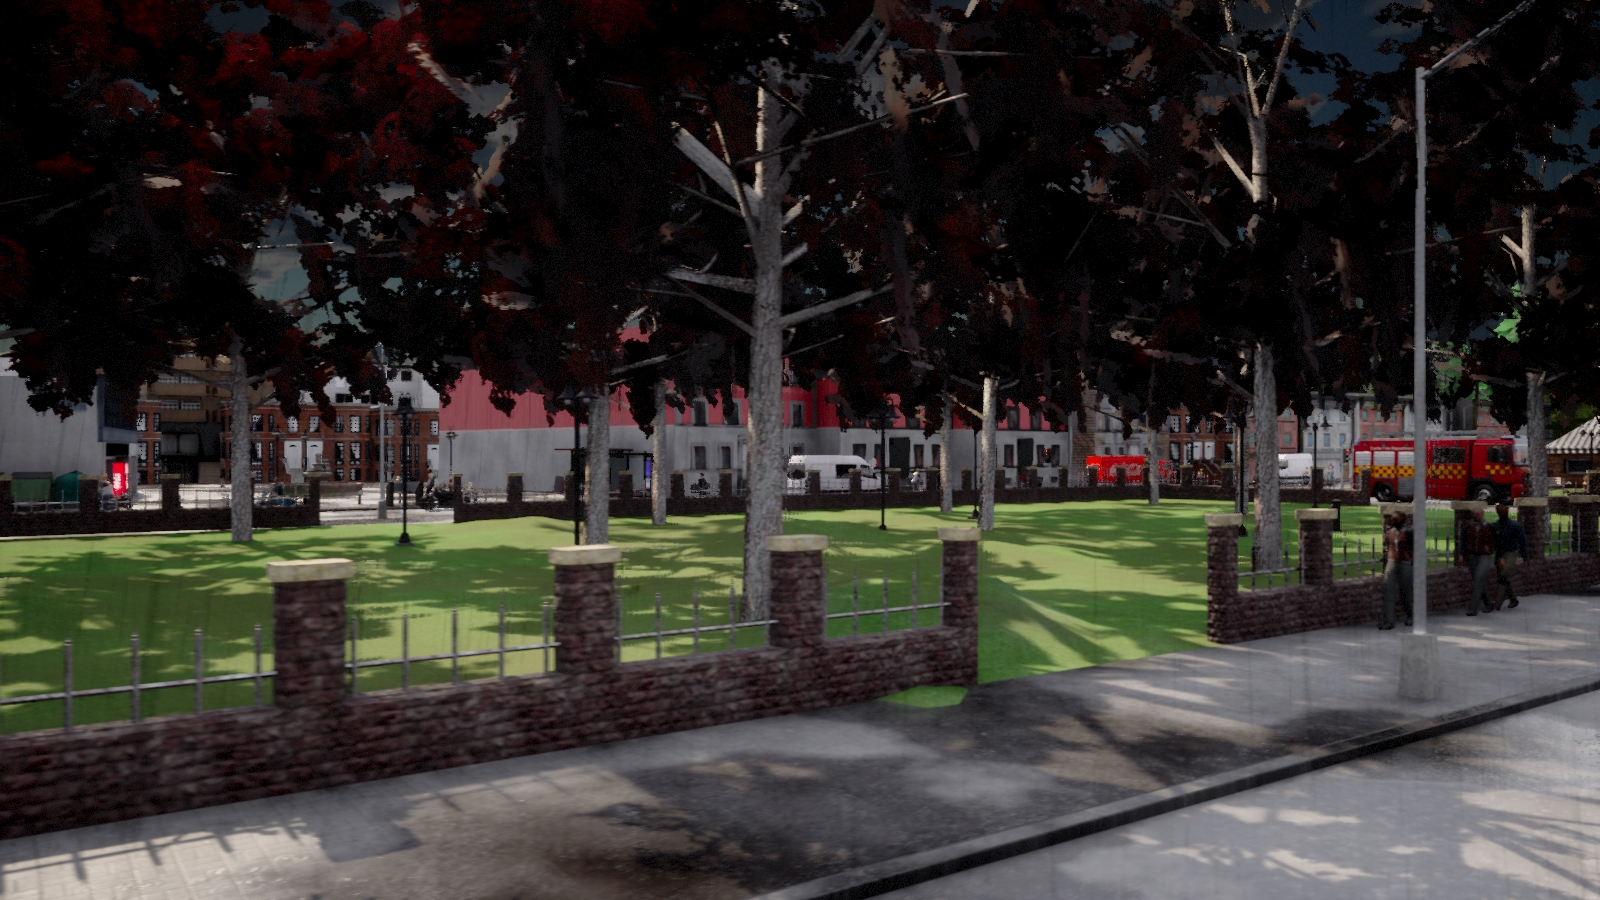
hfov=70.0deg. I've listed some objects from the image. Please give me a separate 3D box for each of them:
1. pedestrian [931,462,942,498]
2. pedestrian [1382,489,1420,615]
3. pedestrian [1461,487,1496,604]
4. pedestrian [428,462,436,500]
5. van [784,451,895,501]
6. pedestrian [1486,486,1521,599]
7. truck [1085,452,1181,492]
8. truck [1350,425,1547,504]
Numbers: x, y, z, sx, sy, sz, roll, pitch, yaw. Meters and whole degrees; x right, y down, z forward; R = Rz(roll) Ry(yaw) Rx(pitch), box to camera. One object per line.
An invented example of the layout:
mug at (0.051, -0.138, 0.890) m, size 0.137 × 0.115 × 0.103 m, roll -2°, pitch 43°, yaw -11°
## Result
pedestrian at (7.019, 1.552, 58.746) m, size 0.375 × 1.860 × 0.375 m, roll 0°, pitch 0°, yaw -36°
pedestrian at (9.102, 1.537, 17.303) m, size 0.375 × 1.860 × 0.375 m, roll 0°, pitch 0°, yaw -35°
pedestrian at (11.058, 1.538, 18.622) m, size 0.375 × 1.860 × 0.375 m, roll 0°, pitch 0°, yaw -35°
pedestrian at (-18.350, 1.537, 56.918) m, size 0.375 × 1.860 × 0.375 m, roll 0°, pitch 0°, yaw -18°
van at (2.158, 1.340, 61.214) m, size 5.915 × 2.561 × 1.988 m, roll 0°, pitch 0°, yaw -35°
pedestrian at (11.824, 1.539, 19.210) m, size 0.375 × 1.860 × 0.375 m, roll 0°, pitch 0°, yaw -34°
truck at (21.192, 1.392, 72.820) m, size 5.204 × 2.467 × 2.627 m, roll 0°, pitch -1°, yaw -10°
truck at (33.482, 0.711, 59.384) m, size 2.891 × 3.827 × 8.468 m, roll 0°, pitch 0°, yaw -34°
